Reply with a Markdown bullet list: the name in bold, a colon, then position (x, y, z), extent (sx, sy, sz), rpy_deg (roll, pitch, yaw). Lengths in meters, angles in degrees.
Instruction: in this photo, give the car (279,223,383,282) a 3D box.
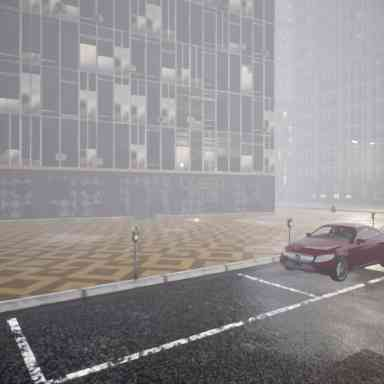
- **car**: position (4.383, 1.579, 9.697), extent (4.206, 1.307, 1.802), rpy_deg (0, 0, -36)
